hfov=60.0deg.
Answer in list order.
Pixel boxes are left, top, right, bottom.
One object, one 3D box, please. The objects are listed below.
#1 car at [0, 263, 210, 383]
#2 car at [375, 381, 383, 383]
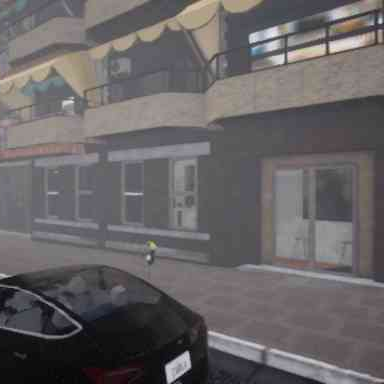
[{"bbox_3d":[-1.811,1.601,4.155,4.313,1.339,1.947,-1,0,36],"label":"car"},{"bbox_3d":[2.747,1.528,0.900,4.507,1.381,1.887,-1,0,36],"label":"car"}]
